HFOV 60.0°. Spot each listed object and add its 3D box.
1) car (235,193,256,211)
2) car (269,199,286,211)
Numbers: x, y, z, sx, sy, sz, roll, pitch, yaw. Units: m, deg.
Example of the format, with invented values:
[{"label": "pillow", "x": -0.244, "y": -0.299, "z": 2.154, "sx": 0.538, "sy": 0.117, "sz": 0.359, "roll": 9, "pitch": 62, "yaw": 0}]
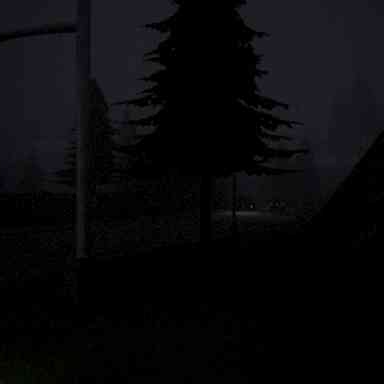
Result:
[{"label": "car", "x": 6.372, "y": 1.165, "z": 39.515, "sx": 2.150, "sy": 2.045, "sz": 5.566, "roll": 0, "pitch": 0, "yaw": 16}, {"label": "car", "x": 10.381, "y": 1.500, "z": 40.549, "sx": 2.033, "sy": 1.411, "sz": 5.357, "roll": 0, "pitch": 0, "yaw": 14}]
